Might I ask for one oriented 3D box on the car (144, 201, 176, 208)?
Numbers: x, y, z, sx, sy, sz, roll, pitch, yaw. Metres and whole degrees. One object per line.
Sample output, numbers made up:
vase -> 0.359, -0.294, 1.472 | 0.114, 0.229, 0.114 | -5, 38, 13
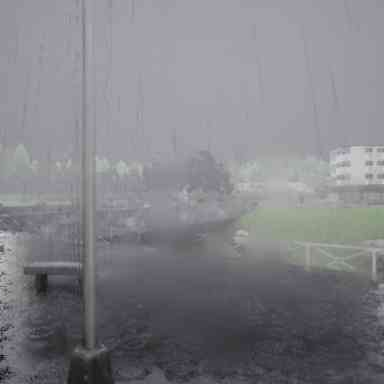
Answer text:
car -> -4.034, 1.806, 43.569 | 1.895, 1.301, 4.718 | -1, 0, 36
